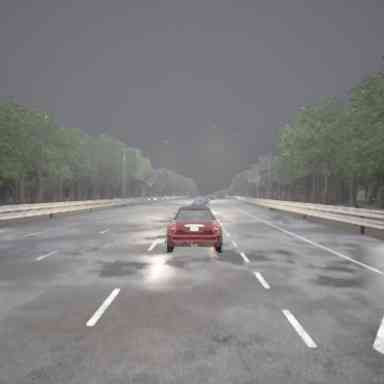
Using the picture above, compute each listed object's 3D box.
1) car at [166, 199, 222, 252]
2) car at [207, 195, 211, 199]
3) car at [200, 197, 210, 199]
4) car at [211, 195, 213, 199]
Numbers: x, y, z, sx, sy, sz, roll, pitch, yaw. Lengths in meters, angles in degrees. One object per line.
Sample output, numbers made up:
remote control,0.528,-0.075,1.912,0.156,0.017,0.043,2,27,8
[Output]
car,0.116,1.370,14.193,2.097,1.767,4.553,0,0,1
car,2.264,1.783,66.390,2.033,1.411,5.357,0,0,4
car,0.809,1.664,39.421,2.033,1.411,5.357,0,0,2
car,3.575,1.935,83.638,1.895,1.301,4.718,0,0,5
